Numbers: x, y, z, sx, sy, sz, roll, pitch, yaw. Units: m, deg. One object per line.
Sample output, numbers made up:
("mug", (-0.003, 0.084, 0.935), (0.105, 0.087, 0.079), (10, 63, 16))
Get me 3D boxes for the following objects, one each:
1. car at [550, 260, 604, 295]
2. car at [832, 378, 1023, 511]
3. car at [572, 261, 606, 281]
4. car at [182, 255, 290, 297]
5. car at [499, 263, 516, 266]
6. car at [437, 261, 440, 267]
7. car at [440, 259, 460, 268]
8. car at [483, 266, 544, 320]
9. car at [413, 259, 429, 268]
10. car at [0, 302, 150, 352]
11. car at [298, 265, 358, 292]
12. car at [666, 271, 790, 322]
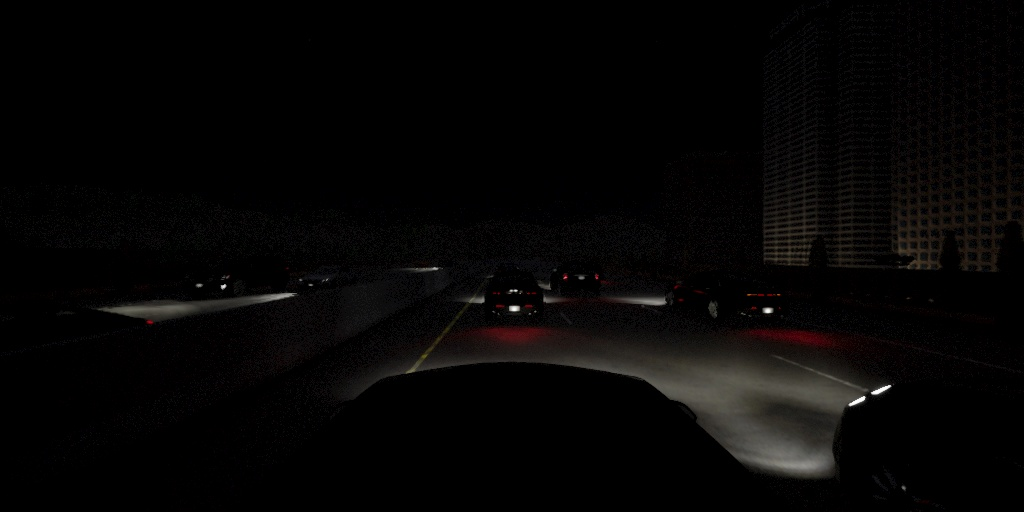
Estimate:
("car", (3.397, 1.102, 19.887), (2.097, 1.767, 4.553), (0, 0, -1))
("car", (3.599, 1.102, 0.940), (2.097, 1.767, 4.553), (0, 0, 0))
("car", (6.601, 1.255, 31.288), (1.837, 1.490, 4.892), (0, 0, -2))
("car", (-14.272, 0.974, 19.055), (2.150, 2.045, 5.566), (0, 0, -1))
("car", (-0.391, 1.299, 30.975), (2.033, 1.411, 5.357), (0, 0, -2))
("car", (-11.938, 1.246, 63.370), (2.128, 1.511, 4.902), (0, 0, -1))
("car", (-8.049, 1.318, 48.219), (1.994, 1.385, 4.181), (0, 0, -1))
("car", (0.036, 1.255, 12.683), (1.837, 1.490, 4.892), (0, 0, -1))
("car", (-15.378, 1.235, 61.010), (1.882, 1.535, 5.008), (0, 0, -1))
("car", (-7.115, 1.315, 4.468), (1.994, 1.385, 4.181), (0, 0, 0))
("car", (-10.831, 1.278, 21.516), (1.812, 1.442, 4.674), (0, 0, -1))
("car", (7.040, 1.255, 12.323), (1.837, 1.490, 4.892), (0, 0, -1))
